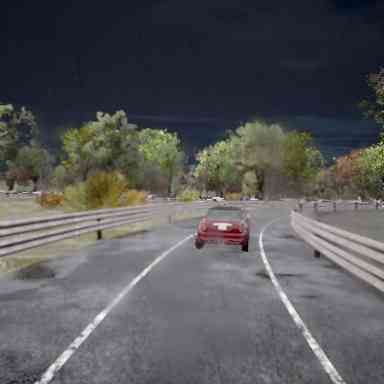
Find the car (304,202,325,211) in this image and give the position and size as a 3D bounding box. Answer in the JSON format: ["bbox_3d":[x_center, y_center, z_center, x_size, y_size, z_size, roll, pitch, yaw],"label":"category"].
[{"bbox_3d":[19.709,2.289,53.417,1.895,1.301,4.718,2,0,41],"label":"car"}]

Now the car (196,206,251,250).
[{"bbox_3d":[1.534,1.407,14.900,2.097,1.767,4.553,1,0,10],"label":"car"}]
